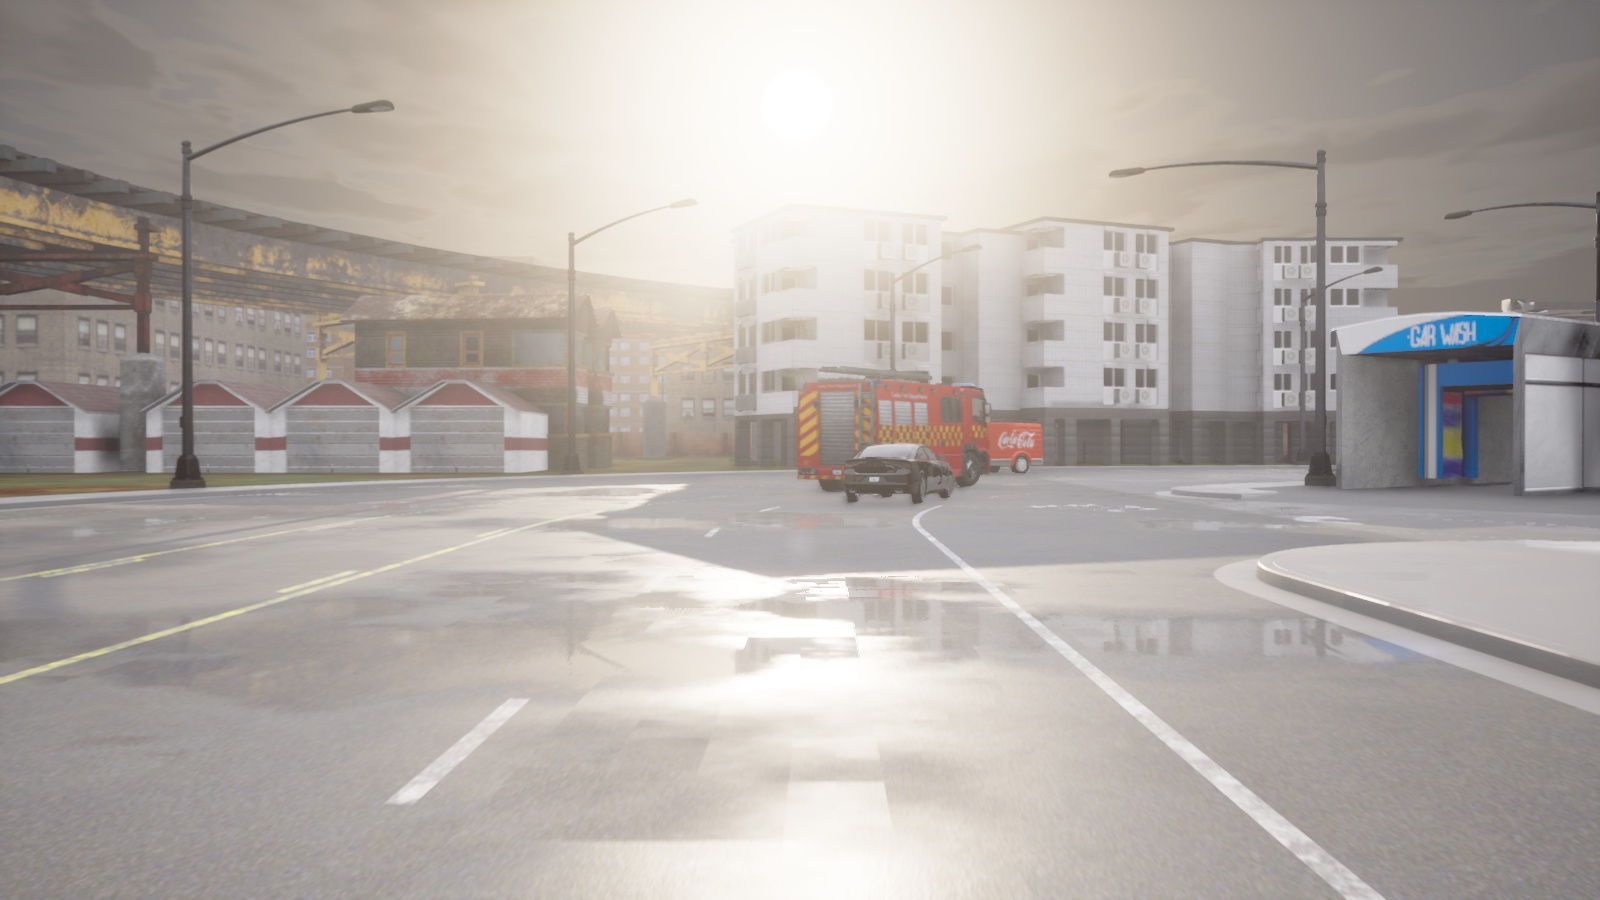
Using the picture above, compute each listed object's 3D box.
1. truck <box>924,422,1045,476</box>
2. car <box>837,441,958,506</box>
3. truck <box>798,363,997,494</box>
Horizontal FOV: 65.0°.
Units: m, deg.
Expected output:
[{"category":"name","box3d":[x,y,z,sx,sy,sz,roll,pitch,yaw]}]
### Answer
[{"category":"truck","box3d":[8.792,-0.069,59.814,5.204,2.467,2.627,0,0,-30]},{"category":"car","box3d":[2.615,0.543,32.477,1.882,1.535,5.008,0,0,20]},{"category":"truck","box3d":[3.405,-0.647,41.089,2.891,3.827,8.468,0,0,32]}]
